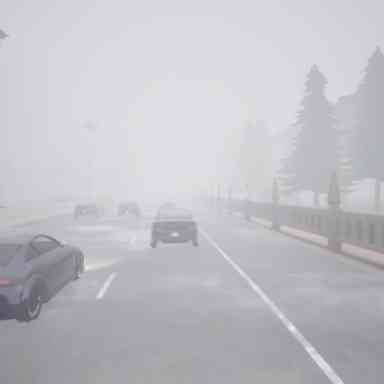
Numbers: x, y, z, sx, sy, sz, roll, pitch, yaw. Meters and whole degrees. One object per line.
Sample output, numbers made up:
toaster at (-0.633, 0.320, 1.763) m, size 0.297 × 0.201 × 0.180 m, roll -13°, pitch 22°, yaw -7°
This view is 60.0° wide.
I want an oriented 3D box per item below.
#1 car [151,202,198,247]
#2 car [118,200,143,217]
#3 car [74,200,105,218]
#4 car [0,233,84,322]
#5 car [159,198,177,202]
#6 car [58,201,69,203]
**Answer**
car at (-0.826, 1.439, 14.998) m, size 1.882 × 1.535 × 5.008 m, roll 0°, pitch 0°, yaw -5°
car at (-5.626, 1.456, 30.370) m, size 1.837 × 1.490 × 4.892 m, roll 0°, pitch 0°, yaw -5°
car at (-9.096, 1.456, 29.878) m, size 1.882 × 1.535 × 5.008 m, roll 0°, pitch 0°, yaw -5°
car at (-3.769, 1.570, 7.186) m, size 1.994 × 1.385 × 4.181 m, roll 0°, pitch 0°, yaw -3°
car at (-2.641, 1.438, 36.553) m, size 1.812 × 1.442 × 4.674 m, roll 0°, pitch 0°, yaw -5°
car at (-22.228, 1.448, 59.017) m, size 2.033 × 1.411 × 5.357 m, roll 0°, pitch 0°, yaw -5°
